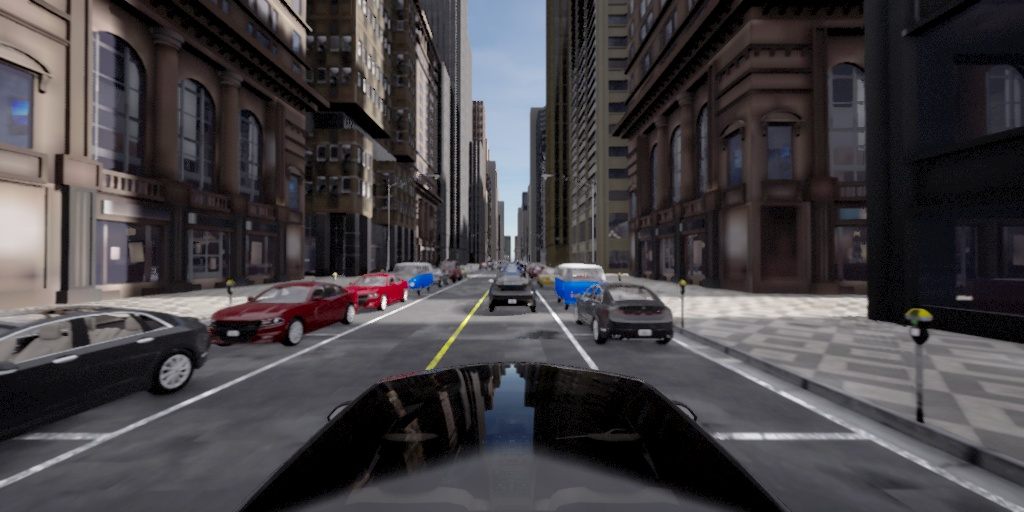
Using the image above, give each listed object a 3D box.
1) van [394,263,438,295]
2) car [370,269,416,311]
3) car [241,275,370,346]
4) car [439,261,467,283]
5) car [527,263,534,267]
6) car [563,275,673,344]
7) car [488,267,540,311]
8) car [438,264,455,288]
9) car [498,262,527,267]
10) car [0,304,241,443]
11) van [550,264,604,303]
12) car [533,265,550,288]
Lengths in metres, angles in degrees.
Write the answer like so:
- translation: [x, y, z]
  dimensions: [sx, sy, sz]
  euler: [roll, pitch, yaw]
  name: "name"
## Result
- translation: [-5.741, 1.287, 20.883]
  dimensions: [1.690, 1.789, 3.998]
  euler: [0, 0, 0]
  name: "van"
- translation: [-5.748, 1.433, 15.264]
  dimensions: [1.888, 1.381, 4.507]
  euler: [0, 0, 0]
  name: "car"
- translation: [-5.754, 1.376, 9.646]
  dimensions: [1.888, 1.381, 4.507]
  euler: [0, 0, 0]
  name: "car"
- translation: [-5.728, 1.376, 32.119]
  dimensions: [2.192, 1.841, 5.009]
  euler: [0, 0, 0]
  name: "car"
- translation: [2.803, 1.700, 37.740]
  dimensions: [1.802, 1.307, 4.207]
  euler: [0, 0, 0]
  name: "car"
- translation: [2.771, 1.381, 9.648]
  dimensions: [2.007, 1.370, 4.403]
  euler: [0, 0, 0]
  name: "car"
- translation: [0.033, 1.396, 15.351]
  dimensions: [1.837, 1.490, 4.892]
  euler: [0, 0, 0]
  name: "car"
- translation: [-5.735, 1.554, 26.501]
  dimensions: [2.007, 1.370, 4.403]
  euler: [0, 0, 0]
  name: "car"
- translation: [0.059, 1.527, 31.094]
  dimensions: [1.882, 1.535, 5.008]
  euler: [0, 0, 1]
  name: "car"
- translation: [-5.761, 1.325, 4.034]
  dimensions: [2.007, 1.370, 4.403]
  euler: [0, 0, 0]
  name: "car"
- translation: [2.777, 1.228, 15.266]
  dimensions: [1.690, 1.789, 3.998]
  euler: [0, 0, 0]
  name: "van"
- translation: [2.790, 1.528, 26.673]
  dimensions: [1.751, 1.417, 4.829]
  euler: [0, 0, 0]
  name: "car"
